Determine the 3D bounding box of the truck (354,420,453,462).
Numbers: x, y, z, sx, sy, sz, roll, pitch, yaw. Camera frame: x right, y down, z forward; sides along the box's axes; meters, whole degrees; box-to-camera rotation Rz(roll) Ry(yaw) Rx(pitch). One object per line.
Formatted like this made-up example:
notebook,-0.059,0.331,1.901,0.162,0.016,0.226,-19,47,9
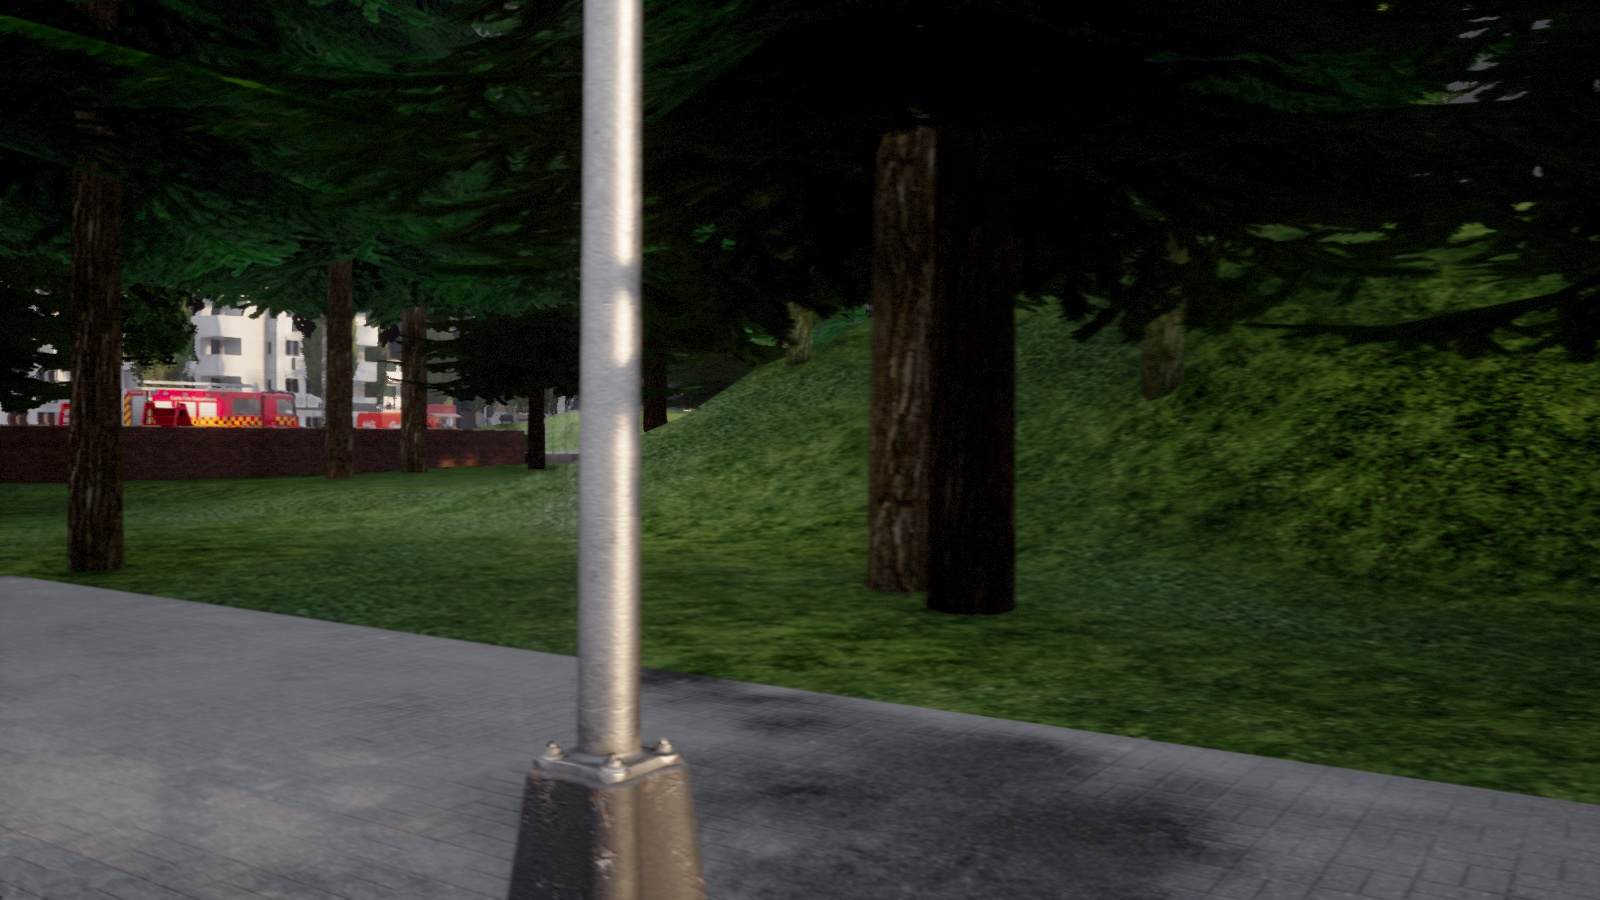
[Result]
truck,-23.932,-0.575,75.956,2.627,2.467,5.204,0,1,34

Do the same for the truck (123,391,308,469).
truck,-30.532,-1.058,66.039,2.891,3.827,8.468,0,1,34
